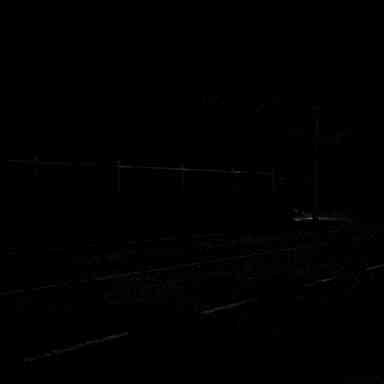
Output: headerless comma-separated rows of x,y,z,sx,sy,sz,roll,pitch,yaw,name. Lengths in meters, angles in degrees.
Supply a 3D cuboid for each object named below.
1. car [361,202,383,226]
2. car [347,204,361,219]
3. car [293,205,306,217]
13.009,1.379,20.587,2.097,1.767,4.553,0,0,-5,car
15.463,1.575,27.783,1.812,1.442,4.674,0,0,-36,car
8.515,1.581,31.452,1.812,1.442,4.674,0,0,-36,car
